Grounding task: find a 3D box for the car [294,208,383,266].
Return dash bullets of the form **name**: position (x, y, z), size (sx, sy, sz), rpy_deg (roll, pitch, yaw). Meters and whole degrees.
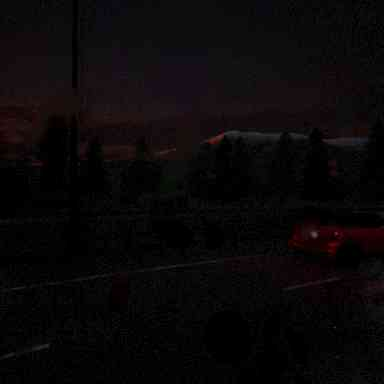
- **car**: position (5.942, 1.449, 11.978), size (4.553, 1.767, 2.097), rpy_deg (1, 0, -27)
